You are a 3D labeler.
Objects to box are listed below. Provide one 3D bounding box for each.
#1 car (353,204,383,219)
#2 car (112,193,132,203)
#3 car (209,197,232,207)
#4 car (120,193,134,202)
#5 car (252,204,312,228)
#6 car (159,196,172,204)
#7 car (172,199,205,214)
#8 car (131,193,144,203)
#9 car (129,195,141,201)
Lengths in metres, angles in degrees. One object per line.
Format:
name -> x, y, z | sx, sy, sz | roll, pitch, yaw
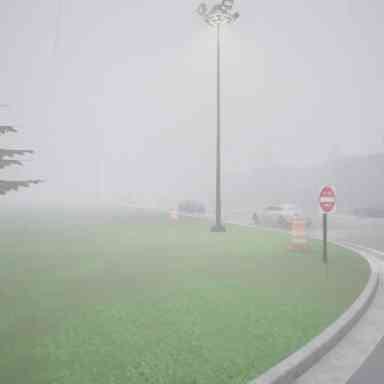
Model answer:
car -> 15.393, 1.601, 26.555 | 1.895, 1.301, 4.718 | 0, 0, -23
car -> -14.653, 1.510, 69.198 | 2.128, 1.511, 4.902 | 0, 0, -23
car -> 4.413, 1.478, 51.815 | 1.882, 1.535, 5.008 | 0, 0, -23
car -> -15.820, 1.225, 80.552 | 2.150, 2.045, 5.566 | 0, 0, -23
car -> 5.886, 1.526, 22.092 | 1.812, 1.442, 4.674 | 0, 0, -23
car -> -5.043, 1.526, 64.538 | 1.812, 1.442, 4.674 | 0, 0, -23
car -> -0.236, 1.564, 36.174 | 1.994, 1.385, 4.181 | 0, 0, -23
car -> -11.685, 1.478, 71.039 | 1.882, 1.535, 5.008 | 0, 0, -23
car -> -15.072, 1.595, 87.609 | 1.895, 1.301, 4.718 | 0, 0, -23
